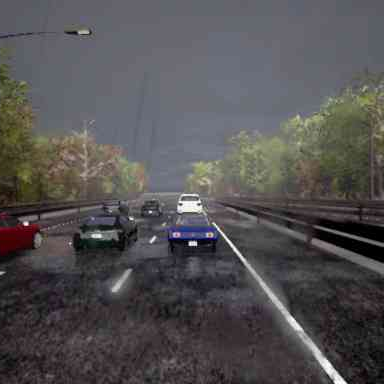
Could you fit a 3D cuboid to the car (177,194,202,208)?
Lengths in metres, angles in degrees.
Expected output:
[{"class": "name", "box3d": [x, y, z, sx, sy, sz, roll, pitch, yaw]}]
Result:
[{"class": "car", "box3d": [-0.242, 1.233, 31.126, 2.150, 2.045, 5.566, 0, 0, -1]}]

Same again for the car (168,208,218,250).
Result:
[{"class": "car", "box3d": [0.017, 1.603, 14.397, 1.895, 1.301, 4.718, 0, 0, -1]}]

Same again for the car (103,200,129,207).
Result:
[{"class": "car", "box3d": [-7.264, 1.507, 32.001, 2.128, 1.511, 4.902, 0, 0, -1]}]

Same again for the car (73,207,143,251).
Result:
[{"class": "car", "box3d": [-3.483, 1.567, 14.098, 1.994, 1.385, 4.181, 0, 0, -1]}]

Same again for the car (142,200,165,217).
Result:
[{"class": "car", "box3d": [-3.765, 1.519, 32.051, 1.837, 1.490, 4.892, 0, 0, -1]}]

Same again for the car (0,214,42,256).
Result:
[{"class": "car", "box3d": [-6.958, 1.480, 11.420, 1.882, 1.535, 5.008, 0, 0, 0]}]
